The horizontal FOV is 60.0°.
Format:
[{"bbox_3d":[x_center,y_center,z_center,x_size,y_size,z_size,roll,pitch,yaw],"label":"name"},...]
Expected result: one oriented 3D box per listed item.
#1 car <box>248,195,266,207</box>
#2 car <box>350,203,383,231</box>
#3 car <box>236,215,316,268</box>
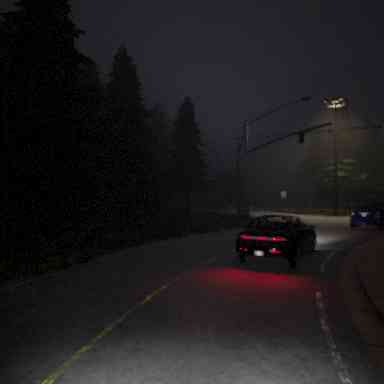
[{"bbox_3d":[11.058,1.559,58.612,2.150,2.045,5.566,0,0,38],"label":"car"},{"bbox_3d":[12.476,1.470,21.826,4.553,1.767,2.097,0,-1,-33],"label":"car"},{"bbox_3d":[3.082,1.554,11.635,2.128,1.511,4.902,0,0,29],"label":"car"}]
